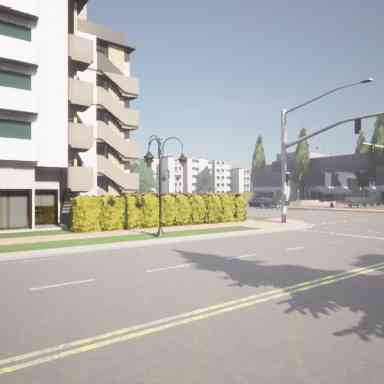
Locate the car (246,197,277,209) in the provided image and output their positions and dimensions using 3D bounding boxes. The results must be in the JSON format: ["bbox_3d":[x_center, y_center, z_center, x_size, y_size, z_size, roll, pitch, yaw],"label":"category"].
[{"bbox_3d":[9.284,1.505,45.432,1.837,1.490,4.892,0,0,-35],"label":"car"}]
